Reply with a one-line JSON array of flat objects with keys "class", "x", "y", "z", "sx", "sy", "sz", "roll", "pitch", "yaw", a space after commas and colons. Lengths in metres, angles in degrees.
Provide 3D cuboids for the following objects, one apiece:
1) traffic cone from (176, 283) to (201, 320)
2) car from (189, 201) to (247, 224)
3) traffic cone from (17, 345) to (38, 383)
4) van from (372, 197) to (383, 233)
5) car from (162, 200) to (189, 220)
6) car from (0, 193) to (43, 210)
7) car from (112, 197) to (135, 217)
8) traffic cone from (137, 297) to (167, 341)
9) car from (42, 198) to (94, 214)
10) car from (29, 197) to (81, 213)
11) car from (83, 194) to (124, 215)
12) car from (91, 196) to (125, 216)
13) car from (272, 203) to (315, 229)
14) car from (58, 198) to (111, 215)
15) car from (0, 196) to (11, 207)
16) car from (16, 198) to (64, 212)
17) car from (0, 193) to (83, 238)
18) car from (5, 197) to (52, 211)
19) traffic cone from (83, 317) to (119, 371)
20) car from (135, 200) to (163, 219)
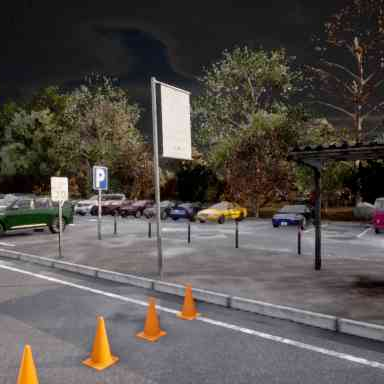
[{"class": "traffic cone", "x": -0.057, "y": 1.957, "z": 6.044, "sx": 0.340, "sy": 0.580, "sz": 0.340, "roll": 0, "pitch": 0, "yaw": 36}, {"class": "car", "x": 2.331, "y": 1.475, "z": 25.179, "sx": 1.946, "sy": 1.575, "sz": 5.366, "roll": 0, "pitch": 0, "yaw": 35}, {"class": "traffic cone", "x": -1.781, "y": 1.957, "z": 3.595, "sx": 0.340, "sy": 0.580, "sz": 0.340, "roll": 0, "pitch": 0, "yaw": 35}, {"class": "van", "x": 11.591, "y": 1.264, "z": 19.047, "sx": 1.878, "sy": 1.987, "sz": 4.442, "roll": 0, "pitch": 0, "yaw": 35}, {"class": "car", "x": 0.183, "y": 1.504, "z": 26.950, "sx": 2.163, "sy": 1.488, "sz": 4.792, "roll": 0, "pitch": 0, "yaw": 35}, {"class": "car", "x": -22.569, "y": 1.153, "z": 42.854, "sx": 2.435, "sy": 2.045, "sz": 5.566, "roll": 0, "pitch": 0, "yaw": 35}, {"class": "car", "x": -4.373, "y": 1.469, "z": 30.120, "sx": 2.097, "sy": 1.535, "sz": 5.008, "roll": 0, "pitch": 0, "yaw": 35}, {"class": "traffic cone", "x": -0.632, "y": 1.957, "z": 5.229, "sx": 0.340, "sy": 0.580, "sz": 0.340, "roll": 0, "pitch": 0, "yaw": 35}, {"class": "car", "x": -13.467, "y": 1.455, "z": 36.492, "sx": 2.097, "sy": 1.535, "sz": 5.008, "roll": 0, "pitch": 0, "yaw": 35}, {"class": "car", "x": -15.631, "y": 1.444, "z": 38.243, "sx": 1.946, "sy": 1.575, "sz": 5.366, "roll": 0, "pitch": 0, "yaw": 35}, {"class": "car", "x": -8.936, "y": 1.212, "z": 33.282, "sx": 2.435, "sy": 2.045, "sz": 5.566, "roll": 0, "pitch": 0, "yaw": 35}, {"class": "car", "x": -6.645, "y": 1.466, "z": 31.715, "sx": 2.097, "sy": 1.535, "sz": 5.008, "roll": 0, "pitch": 0, "yaw": 35}, {"class": "car", "x": 6.965, "y": 1.513, "z": 22.117, "sx": 2.163, "sy": 1.488, "sz": 4.792, "roll": 0, "pitch": 0, "yaw": 35}, {"class": "car", "x": -11.194, "y": 1.461, "z": 34.895, "sx": 2.231, "sy": 1.521, "sz": 4.892, "roll": 0, "pitch": 0, "yaw": 35}, {"class": "car", "x": -29.263, "y": 1.332, "z": 47.816, "sx": 1.946, "sy": 1.575, "sz": 5.366, "roll": 1, "pitch": 0, "yaw": 35}, {"class": "car", "x": -18.023, "y": 1.469, "z": 39.661, "sx": 2.163, "sy": 1.488, "sz": 4.792, "roll": 0, "pitch": 0, "yaw": 35}, {"class": "car", "x": -8.925, "y": 1.221, "z": 17.293, "sx": 2.435, "sy": 2.045, "sz": 5.566, "roll": 0, "pitch": 0, "yaw": 35}, {"class": "car", "x": -20.267, "y": 1.452, "z": 41.307, "sx": 2.163, "sy": 1.488, "sz": 4.792, "roll": 0, "pitch": 0, "yaw": 35}, {"class": "traffic cone", "x": -1.207, "y": 1.957, "z": 4.412, "sx": 0.340, "sy": 0.580, "sz": 0.340, "roll": 0, "pitch": 0, "yaw": 35}, {"class": "car", "x": -2.101, "y": 1.473, "z": 28.526, "sx": 2.231, "sy": 1.521, "sz": 4.892, "roll": 0, "pitch": 0, "yaw": 35}]
